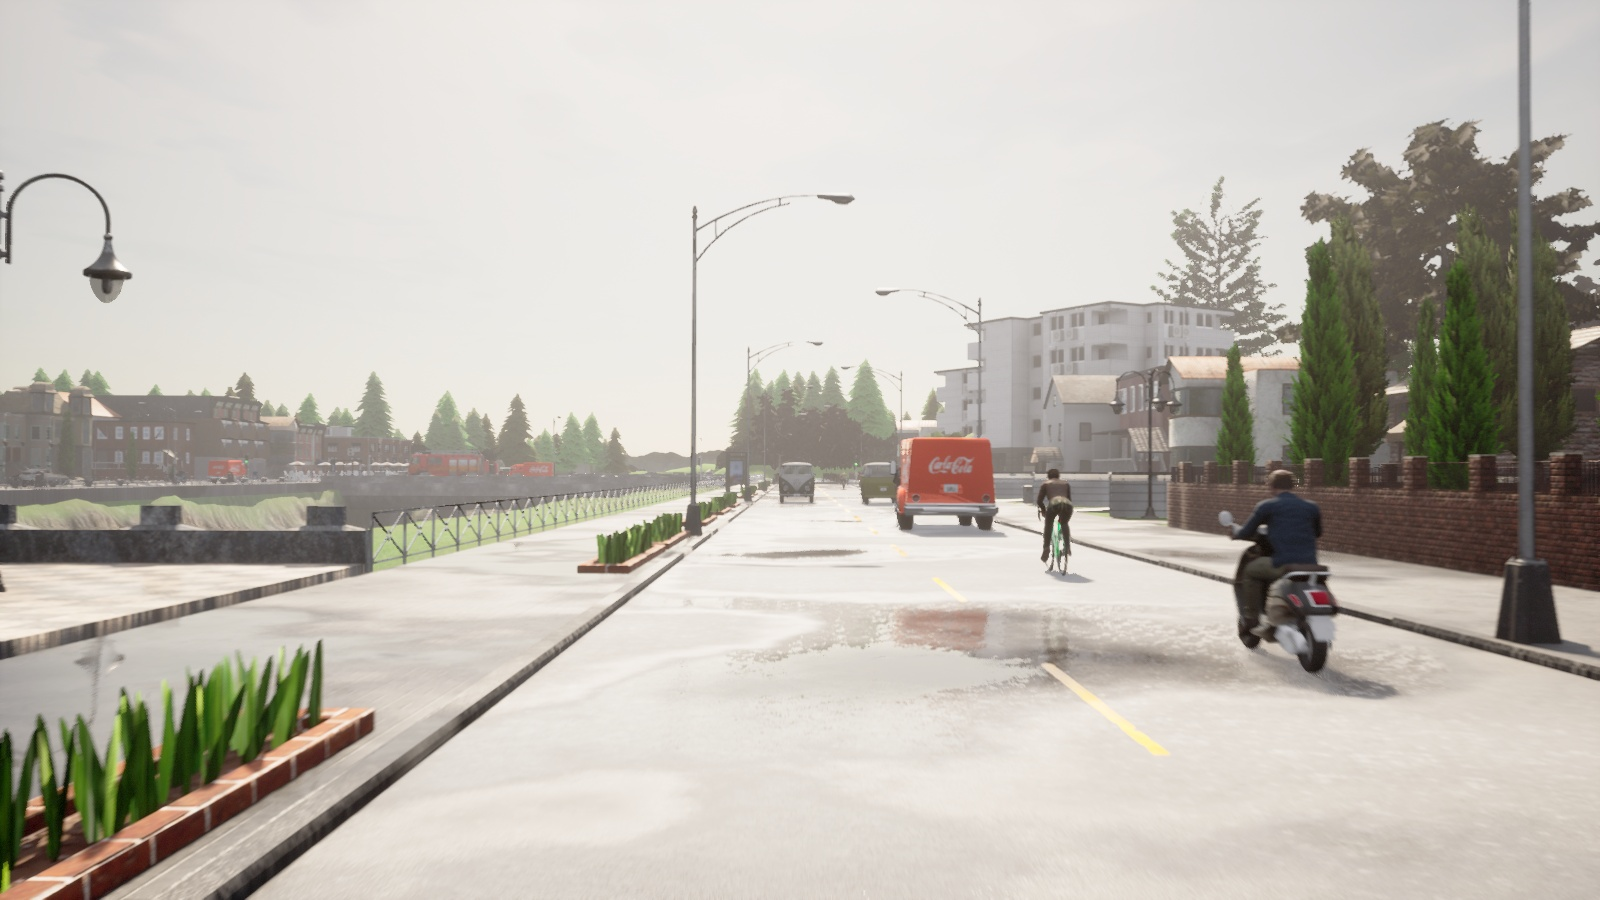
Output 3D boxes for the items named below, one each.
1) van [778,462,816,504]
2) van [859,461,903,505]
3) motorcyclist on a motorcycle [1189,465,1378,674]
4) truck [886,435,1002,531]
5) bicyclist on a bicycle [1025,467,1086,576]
[{"bbox_3d":[-0.147,1.606,62.000,1.775,1.987,4.442,0,-1,0],"label":"van"},{"bbox_3d":[3.858,1.562,60.339,1.775,1.987,4.442,0,-1,0],"label":"van"},{"bbox_3d":[3.975,0.928,10.508,0.866,1.590,1.817,0,-1,0],"label":"motorcyclist on a motorcycle"},{"bbox_3d":[3.916,0.902,35.214,2.627,2.467,5.204,0,-1,0],"label":"truck"},{"bbox_3d":[3.953,1.079,19.535,0.582,1.620,1.656,0,-1,0],"label":"bicyclist on a bicycle"}]
